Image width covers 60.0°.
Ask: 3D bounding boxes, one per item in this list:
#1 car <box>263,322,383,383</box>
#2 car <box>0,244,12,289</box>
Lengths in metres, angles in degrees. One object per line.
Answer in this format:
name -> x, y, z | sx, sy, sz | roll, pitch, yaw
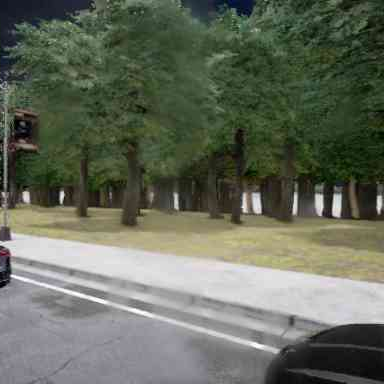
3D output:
car -> 2.783, 1.473, 1.578 | 5.008, 1.535, 1.882 | 0, 0, 36
car -> -6.213, 1.532, 7.980 | 4.792, 1.488, 2.163 | 0, 0, 35
